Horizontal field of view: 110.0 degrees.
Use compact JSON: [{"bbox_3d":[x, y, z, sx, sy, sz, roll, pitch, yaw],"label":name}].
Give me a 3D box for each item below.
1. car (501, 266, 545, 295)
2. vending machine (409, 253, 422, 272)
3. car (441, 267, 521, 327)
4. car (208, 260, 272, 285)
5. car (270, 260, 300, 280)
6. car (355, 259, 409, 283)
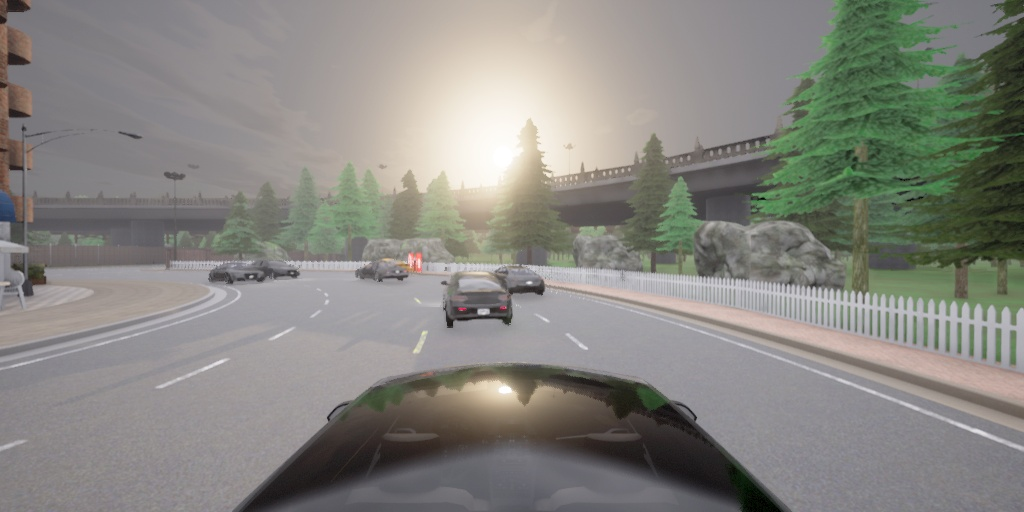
[{"bbox_3d":[-0.010,1.194,18.283,1.994,1.385,4.181,0,0,-23],"label":"car"},{"bbox_3d":[-9.727,0.696,36.077,0.880,2.100,1.100,0,0,34],"label":"vending machine"},{"bbox_3d":[-1.206,1.206,11.234,1.812,1.442,4.674,0,1,-12],"label":"car"},{"bbox_3d":[-18.596,1.151,24.247,4.181,1.385,1.994,0,0,31],"label":"car"},{"bbox_3d":[-18.997,1.061,28.461,4.892,1.490,1.837,0,0,25],"label":"car"},{"bbox_3d":[-9.589,1.120,26.225,2.033,1.411,5.357,0,1,-45],"label":"car"}]
